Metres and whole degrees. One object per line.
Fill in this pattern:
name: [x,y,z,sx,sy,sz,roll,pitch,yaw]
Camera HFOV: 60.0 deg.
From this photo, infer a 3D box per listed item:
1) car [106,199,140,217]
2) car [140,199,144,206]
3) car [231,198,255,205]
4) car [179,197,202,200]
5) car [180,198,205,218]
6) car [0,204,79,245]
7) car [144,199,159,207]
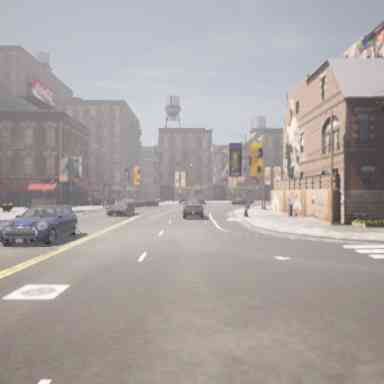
car: [-6.973,1.687,33.079,2.033,1.411,5.357,0,0,2]
car: [-9.898,1.737,51.525,2.002,1.452,4.674,0,0,20]
car: [9.832,1.817,63.889,5.357,1.411,2.033,0,0,-44]
car: [0.316,1.594,57.413,2.097,1.767,4.553,0,0,31]
car: [0.201,1.624,31.439,2.128,1.511,4.902,0,0,2]
car: [-7.086,1.419,15.894,2.097,1.767,4.553,0,0,0]
car: [-7.733,1.835,56.830,1.895,1.301,4.718,0,0,30]
